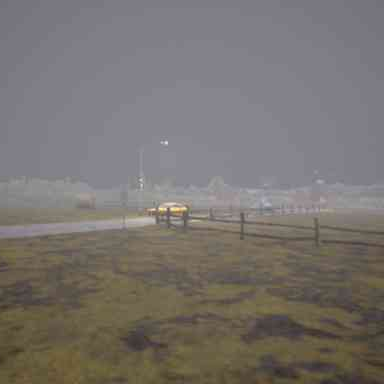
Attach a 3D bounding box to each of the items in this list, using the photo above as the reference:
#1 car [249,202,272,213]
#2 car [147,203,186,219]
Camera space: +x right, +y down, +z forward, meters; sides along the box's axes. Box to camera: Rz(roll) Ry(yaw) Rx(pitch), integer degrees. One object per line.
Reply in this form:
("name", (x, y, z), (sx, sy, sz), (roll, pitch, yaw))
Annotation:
("car", (10.573, 2.264, 51.397), (2.097, 1.767, 4.553), (0, -1, 36))
("car", (-2.369, 1.839, 33.243), (1.882, 1.535, 5.008), (0, -1, 35))
